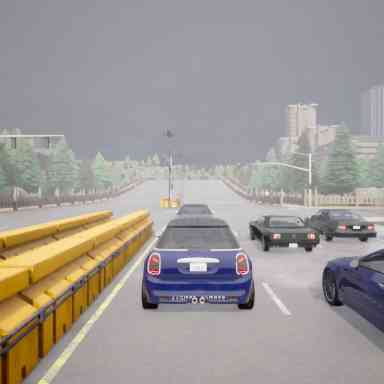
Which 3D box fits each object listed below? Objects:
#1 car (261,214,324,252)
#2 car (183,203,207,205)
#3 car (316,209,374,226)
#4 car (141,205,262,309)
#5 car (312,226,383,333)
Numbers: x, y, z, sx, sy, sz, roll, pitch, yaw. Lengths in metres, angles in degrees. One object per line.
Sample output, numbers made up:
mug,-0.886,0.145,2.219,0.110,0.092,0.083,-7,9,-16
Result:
car,3.624,1.601,13.984,1.895,1.301,4.718,0,0,1
car,0.133,1.352,16.949,2.097,1.767,4.553,0,0,0
car,7.108,1.547,16.559,2.033,1.411,5.357,0,0,4
car,0.115,1.352,8.013,2.097,1.767,4.553,0,0,0
car,3.613,1.526,5.044,1.812,1.442,4.674,0,0,0
